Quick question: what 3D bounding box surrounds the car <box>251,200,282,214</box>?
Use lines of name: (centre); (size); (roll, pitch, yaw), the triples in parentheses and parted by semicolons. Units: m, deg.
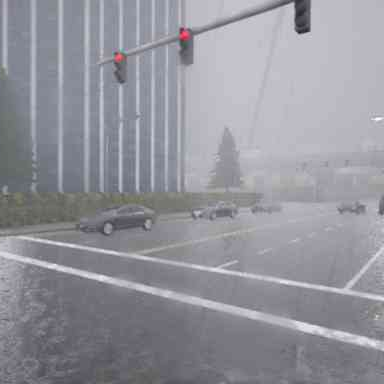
car: (7.686, 1.485, 34.232); (1.994, 1.385, 4.181); (0, 0, 36)

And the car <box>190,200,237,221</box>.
car: (1.801, 1.417, 26.206); (2.128, 1.511, 4.902); (0, 0, 36)

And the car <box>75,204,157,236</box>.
car: (-4.015, 1.434, 18.255); (1.837, 1.490, 4.892); (0, 0, 36)

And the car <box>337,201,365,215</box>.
car: (16.192, 1.553, 33.704); (1.895, 1.301, 4.718); (0, 0, 36)

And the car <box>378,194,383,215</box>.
car: (19.925, 1.190, 32.877); (2.150, 2.045, 5.566); (0, 0, 36)
